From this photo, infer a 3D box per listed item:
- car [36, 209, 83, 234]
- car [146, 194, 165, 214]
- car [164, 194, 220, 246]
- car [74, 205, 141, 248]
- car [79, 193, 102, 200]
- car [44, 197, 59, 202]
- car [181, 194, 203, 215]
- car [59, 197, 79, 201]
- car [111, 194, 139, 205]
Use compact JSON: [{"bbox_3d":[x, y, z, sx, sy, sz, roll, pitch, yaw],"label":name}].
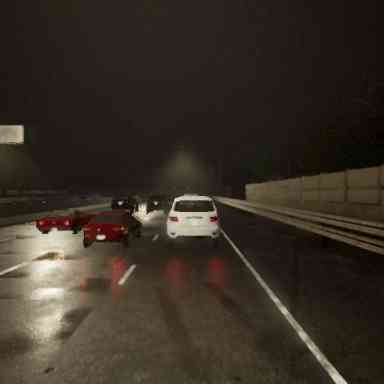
[{"bbox_3d":[-6.939,1.602,18.991,1.895,1.301,4.718,0,0,0],"label":"car"},{"bbox_3d":[-3.528,1.224,35.254,2.150,2.045,5.566,0,0,0],"label":"car"},{"bbox_3d":[0.073,1.221,15.508,2.150,2.045,5.566,0,0,0],"label":"car"},{"bbox_3d":[-3.426,1.526,14.773,1.812,1.442,4.674,0,0,0],"label":"car"},{"bbox_3d":[-17.895,1.229,60.048,2.150,2.045,5.566,0,0,0],"label":"car"},{"bbox_3d":[-24.887,1.571,59.571,1.994,1.385,4.181,0,0,0],"label":"car"},{"bbox_3d":[-0.028,1.224,35.287,2.150,2.045,5.566,0,0,0],"label":"car"},{"bbox_3d":[-21.383,1.556,59.627,2.033,1.411,5.357,0,0,0],"label":"car"},{"bbox_3d":[-7.028,1.224,35.247,2.150,2.045,5.566,0,0,0],"label":"car"}]
